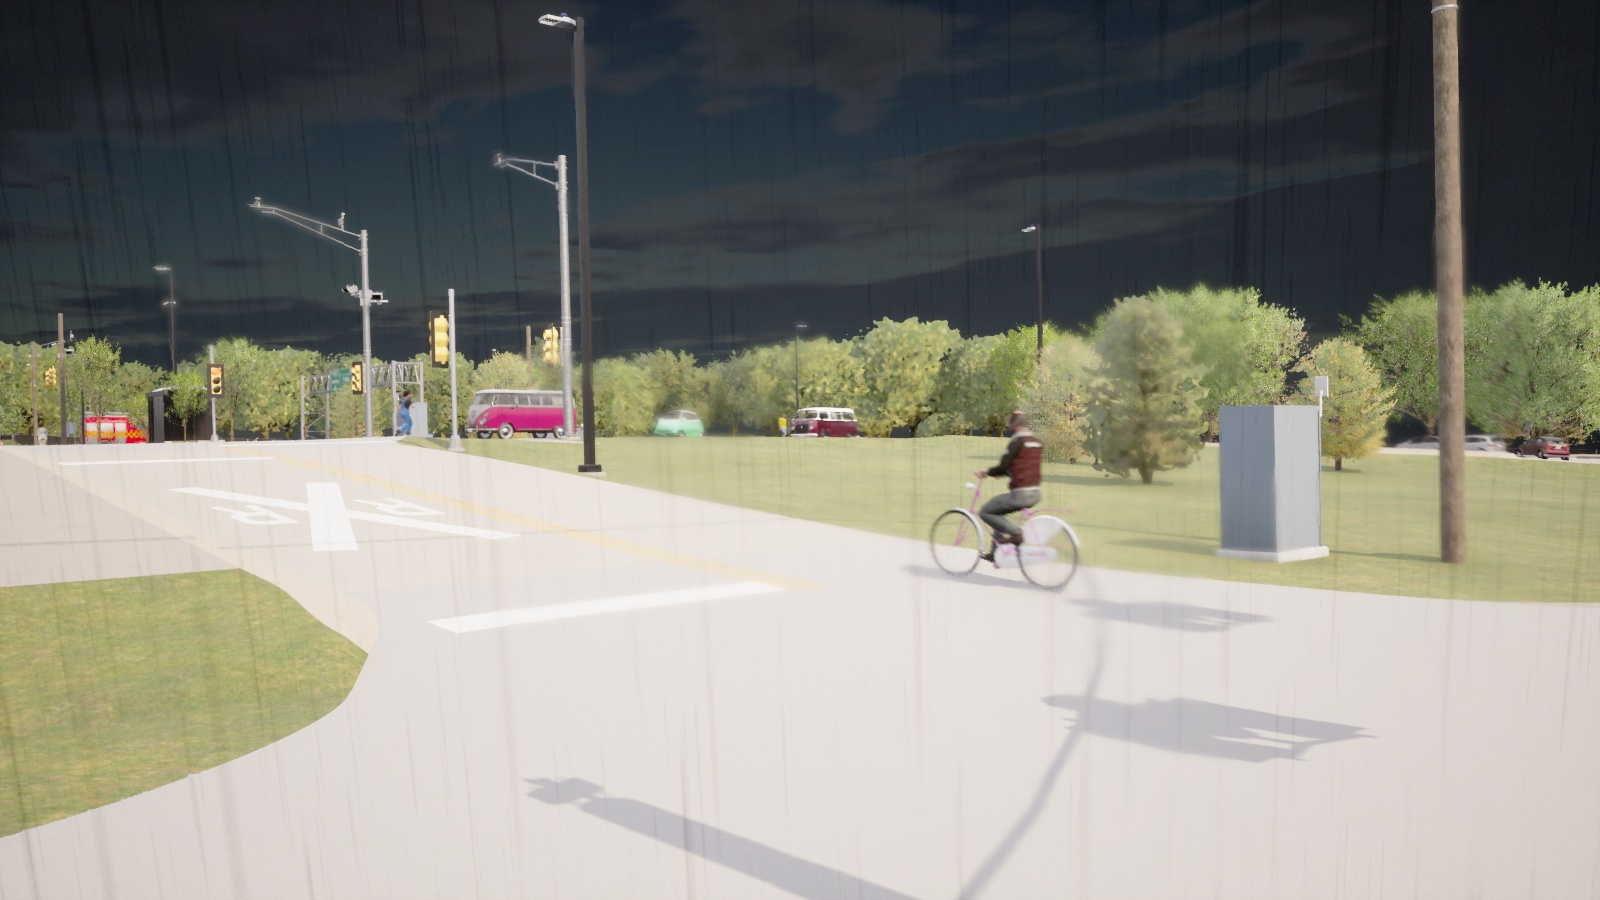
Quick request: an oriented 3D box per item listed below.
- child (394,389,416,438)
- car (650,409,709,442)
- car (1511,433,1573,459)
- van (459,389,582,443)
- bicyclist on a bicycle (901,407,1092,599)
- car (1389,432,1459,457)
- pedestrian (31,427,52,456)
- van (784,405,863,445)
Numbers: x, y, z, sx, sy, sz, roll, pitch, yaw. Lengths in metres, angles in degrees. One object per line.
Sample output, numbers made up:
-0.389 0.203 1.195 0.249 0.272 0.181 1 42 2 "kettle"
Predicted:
-10.455 -0.966 33.233 0.270 1.263 0.437 -1 1 42 "child"
-5.311 -1.061 55.540 1.481 1.376 2.207 -1 -1 38 "car"
47.394 -0.264 80.311 1.789 1.549 3.705 3 0 2 "car"
-10.931 -1.311 49.344 1.775 1.987 4.442 -1 0 44 "van"
1.947 0.472 12.672 0.659 1.776 1.843 -1 4 -44 "bicyclist on a bicycle"
44.264 -0.391 89.123 1.851 1.617 3.988 3 -2 -32 "car"
-49.002 -0.570 81.119 0.900 1.855 0.874 -1 1 40 "pedestrian"
1.330 -1.308 68.681 2.069 2.038 4.480 -2 -1 36 "van"
